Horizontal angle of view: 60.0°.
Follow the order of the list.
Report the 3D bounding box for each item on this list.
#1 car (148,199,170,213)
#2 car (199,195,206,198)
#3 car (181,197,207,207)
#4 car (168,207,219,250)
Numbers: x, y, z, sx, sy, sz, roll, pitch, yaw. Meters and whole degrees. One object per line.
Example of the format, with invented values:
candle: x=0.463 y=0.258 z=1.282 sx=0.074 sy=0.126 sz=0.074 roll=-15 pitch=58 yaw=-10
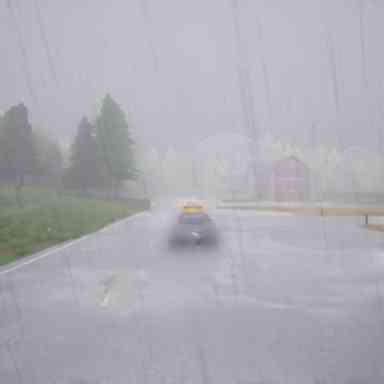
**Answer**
car: x=-3.577 y=1.540 z=37.059 sx=1.812 sy=1.442 sz=4.674 roll=0 pitch=0 yaw=0
car: x=2.970 y=1.490 z=91.881 sx=1.816 sy=1.474 sz=4.193 roll=-6 pitch=0 yaw=-2
car: x=0.076 y=1.489 z=29.792 sx=1.882 sy=1.535 sz=5.008 roll=0 pitch=0 yaw=0
car: x=0.080 y=1.569 z=14.341 sx=1.994 sy=1.385 sz=4.181 roll=0 pitch=0 yaw=0
